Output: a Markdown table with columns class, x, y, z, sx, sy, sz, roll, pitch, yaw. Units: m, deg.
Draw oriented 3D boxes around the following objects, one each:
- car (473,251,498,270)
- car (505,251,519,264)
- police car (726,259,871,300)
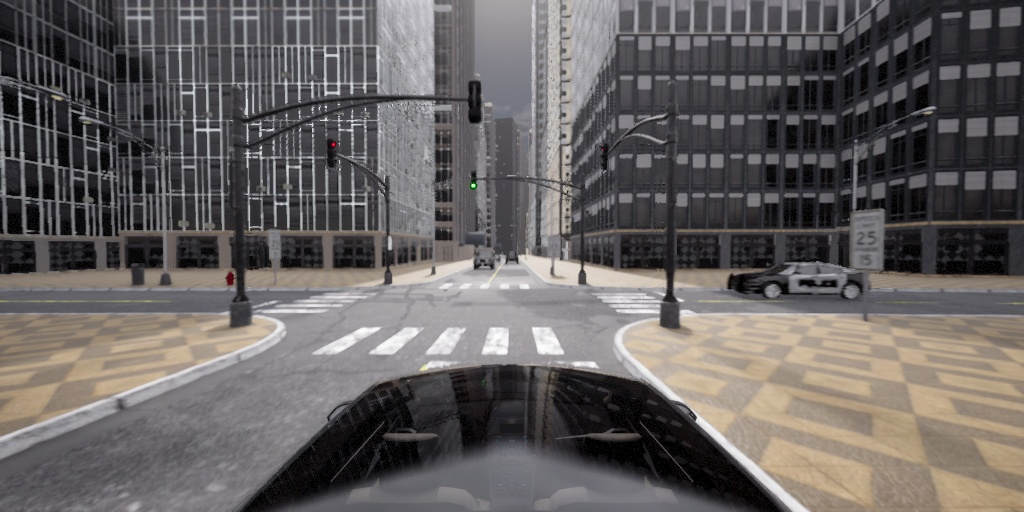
| class | x | y | z | sx | sy | sz | roll | pitch | yaw |
| --- | --- | --- | --- | --- | --- | --- | --- | --- | --- |
| car | -3.081 | 0.443 | 40.463 | 2.150 | 2.045 | 5.566 | 0 | 1 | 0 |
| car | 0.008 | 0.218 | 57.768 | 2.150 | 2.045 | 5.566 | 0 | 1 | 0 |
| police car | 12.145 | 0.945 | 15.400 | 5.238 | 1.638 | 1.930 | 0 | 1 | 3 |
